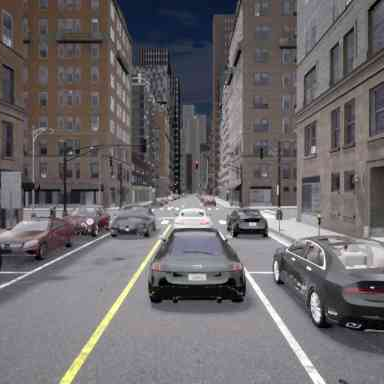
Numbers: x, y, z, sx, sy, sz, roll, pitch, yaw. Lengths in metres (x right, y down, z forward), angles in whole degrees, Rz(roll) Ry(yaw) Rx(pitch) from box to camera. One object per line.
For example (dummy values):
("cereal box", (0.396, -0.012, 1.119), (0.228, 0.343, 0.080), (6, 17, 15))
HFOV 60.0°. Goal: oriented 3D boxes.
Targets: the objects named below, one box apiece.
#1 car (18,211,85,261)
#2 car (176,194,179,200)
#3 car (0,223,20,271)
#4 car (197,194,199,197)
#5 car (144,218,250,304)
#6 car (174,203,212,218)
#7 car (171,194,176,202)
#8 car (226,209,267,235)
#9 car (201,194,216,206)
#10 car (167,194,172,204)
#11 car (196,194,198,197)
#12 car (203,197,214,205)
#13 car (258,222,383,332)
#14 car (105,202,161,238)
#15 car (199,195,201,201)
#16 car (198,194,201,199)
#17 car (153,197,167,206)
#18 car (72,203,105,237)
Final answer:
("car", (-5.658, 1.582, 12.277), (1.802, 1.307, 4.206), (0, 0, 0))
("car", (-5.476, 1.458, 92.742), (2.192, 1.841, 5.009), (0, 0, 0))
("car", (-5.663, 1.566, 6.776), (1.947, 1.339, 4.313), (0, 0, 0))
("car", (3.035, 1.561, 87.313), (1.967, 1.590, 4.097), (0, 0, 0))
("car", (0.091, 1.564, 8.233), (1.994, 1.385, 4.181), (0, 0, 0))
("car", (0.051, 1.526, 16.992), (1.812, 1.442, 4.674), (0, 0, 1))
("car", (-5.505, 1.627, 81.754), (1.752, 1.417, 4.829), (0, 0, 0))
("car", (2.873, 1.567, 17.770), (1.947, 1.339, 4.313), (0, 0, 0))
("car", (2.944, 1.477, 54.860), (1.967, 1.590, 4.097), (0, 0, 0))
("car", (-5.550, 1.607, 65.698), (2.008, 1.369, 4.403), (0, 0, 0))
("car", (3.049, 1.458, 92.723), (2.192, 1.841, 5.009), (0, 0, 0))
("car", (2.960, 1.571, 60.439), (1.752, 1.417, 4.829), (0, 0, 0))
("car", (2.862, 1.551, 6.767), (2.008, 1.369, 4.403), (0, 0, 0))
("car", (-2.982, 1.507, 17.771), (1.837, 1.490, 4.892), (0, 0, 0))
("car", (2.975, 1.607, 65.677), (2.008, 1.369, 4.403), (0, 0, 0))
("car", (3.004, 1.525, 76.496), (1.967, 1.590, 4.097), (0, 0, 0))
("car", (-5.581, 1.618, 54.881), (1.802, 1.307, 4.206), (0, 0, 0))
("car", (-5.653, 1.441, 17.779), (1.967, 1.590, 4.097), (0, 0, 0))
